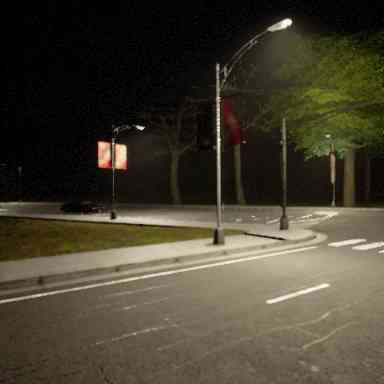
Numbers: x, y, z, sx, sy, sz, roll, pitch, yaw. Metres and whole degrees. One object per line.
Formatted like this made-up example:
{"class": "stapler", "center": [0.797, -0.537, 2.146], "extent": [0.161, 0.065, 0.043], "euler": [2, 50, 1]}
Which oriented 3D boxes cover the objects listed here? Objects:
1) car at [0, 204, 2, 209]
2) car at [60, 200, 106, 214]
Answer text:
{"class": "car", "center": [-28.118, 1.736, 45.728], "extent": [4.181, 1.385, 1.994], "euler": [0, 0, 32]}
{"class": "car", "center": [-11.735, 1.578, 35.564], "extent": [5.357, 1.411, 2.033], "euler": [0, 0, 32]}
